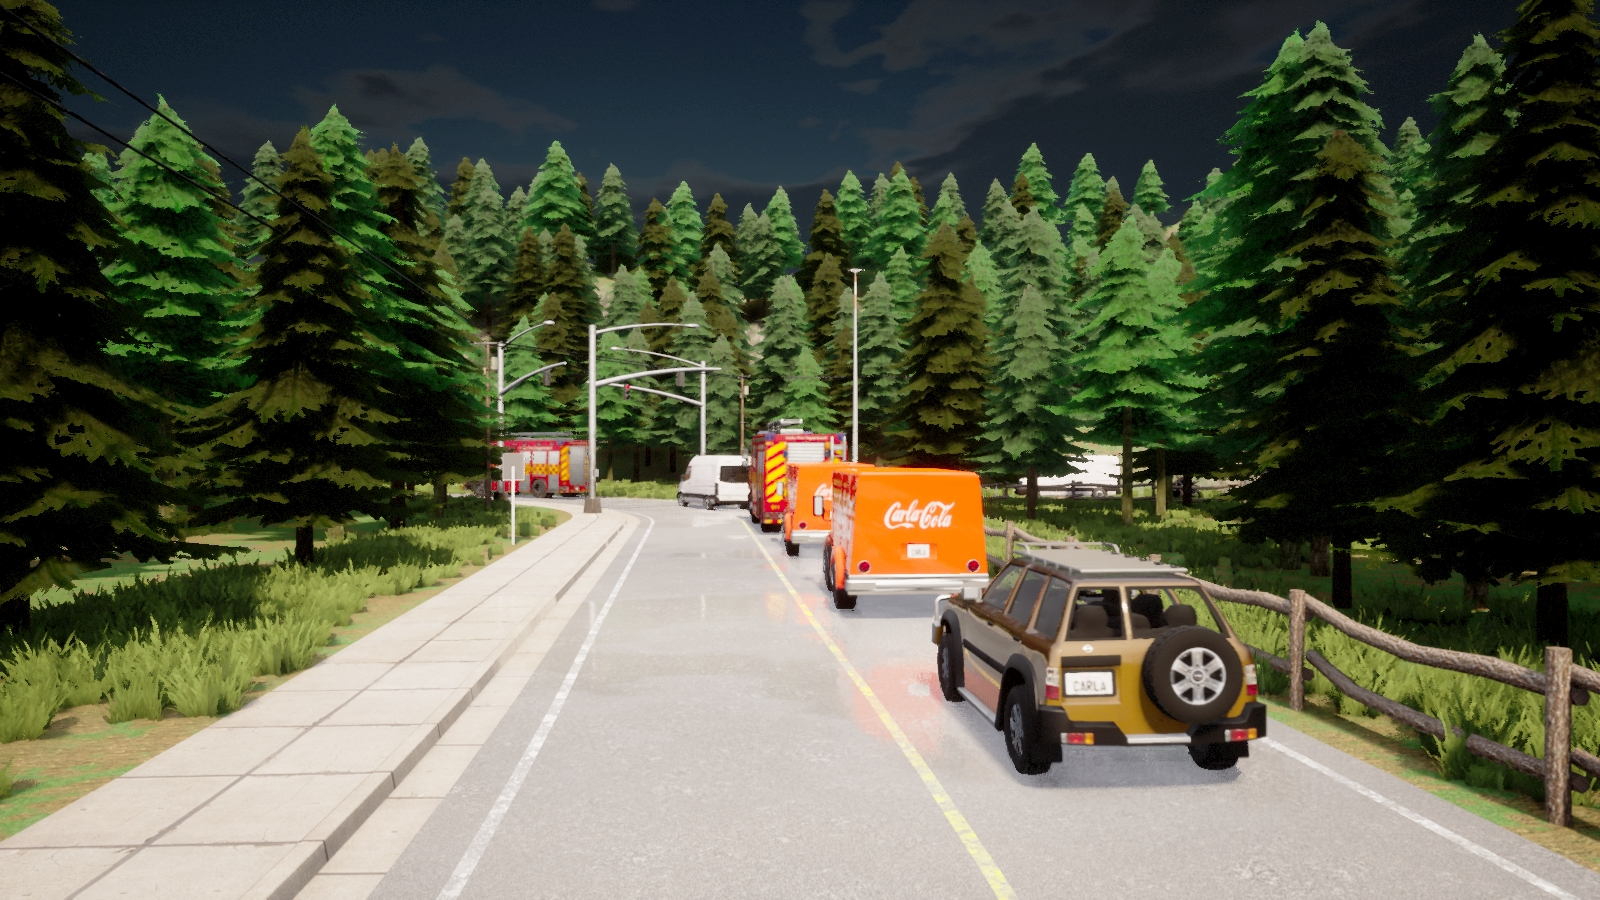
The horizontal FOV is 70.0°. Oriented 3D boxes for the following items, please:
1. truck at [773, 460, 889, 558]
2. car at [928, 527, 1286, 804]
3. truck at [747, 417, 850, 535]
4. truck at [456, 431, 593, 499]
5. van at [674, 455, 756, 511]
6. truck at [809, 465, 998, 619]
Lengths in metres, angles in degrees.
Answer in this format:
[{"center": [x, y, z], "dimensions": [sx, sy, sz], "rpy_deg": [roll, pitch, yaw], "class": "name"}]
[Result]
[{"center": [0.741, 1.540, 31.932], "dimensions": [2.627, 2.467, 5.204], "rpy_deg": [0, 0, -5], "class": "truck"}, {"center": [2.675, 1.828, 11.241], "dimensions": [1.932, 1.855, 4.605], "rpy_deg": [0, 0, -5], "class": "car"}, {"center": [-0.229, 0.860, 41.649], "dimensions": [2.891, 3.827, 8.468], "rpy_deg": [0, 0, -6], "class": "truck"}, {"center": [-16.383, 0.861, 67.756], "dimensions": [8.468, 3.827, 2.891], "rpy_deg": [0, 0, 33], "class": "truck"}, {"center": [-4.180, 1.512, 55.201], "dimensions": [1.988, 2.561, 5.915], "rpy_deg": [0, 0, -25], "class": "van"}, {"center": [1.729, 1.537, 21.387], "dimensions": [2.627, 2.467, 5.204], "rpy_deg": [0, 0, -5], "class": "truck"}]
